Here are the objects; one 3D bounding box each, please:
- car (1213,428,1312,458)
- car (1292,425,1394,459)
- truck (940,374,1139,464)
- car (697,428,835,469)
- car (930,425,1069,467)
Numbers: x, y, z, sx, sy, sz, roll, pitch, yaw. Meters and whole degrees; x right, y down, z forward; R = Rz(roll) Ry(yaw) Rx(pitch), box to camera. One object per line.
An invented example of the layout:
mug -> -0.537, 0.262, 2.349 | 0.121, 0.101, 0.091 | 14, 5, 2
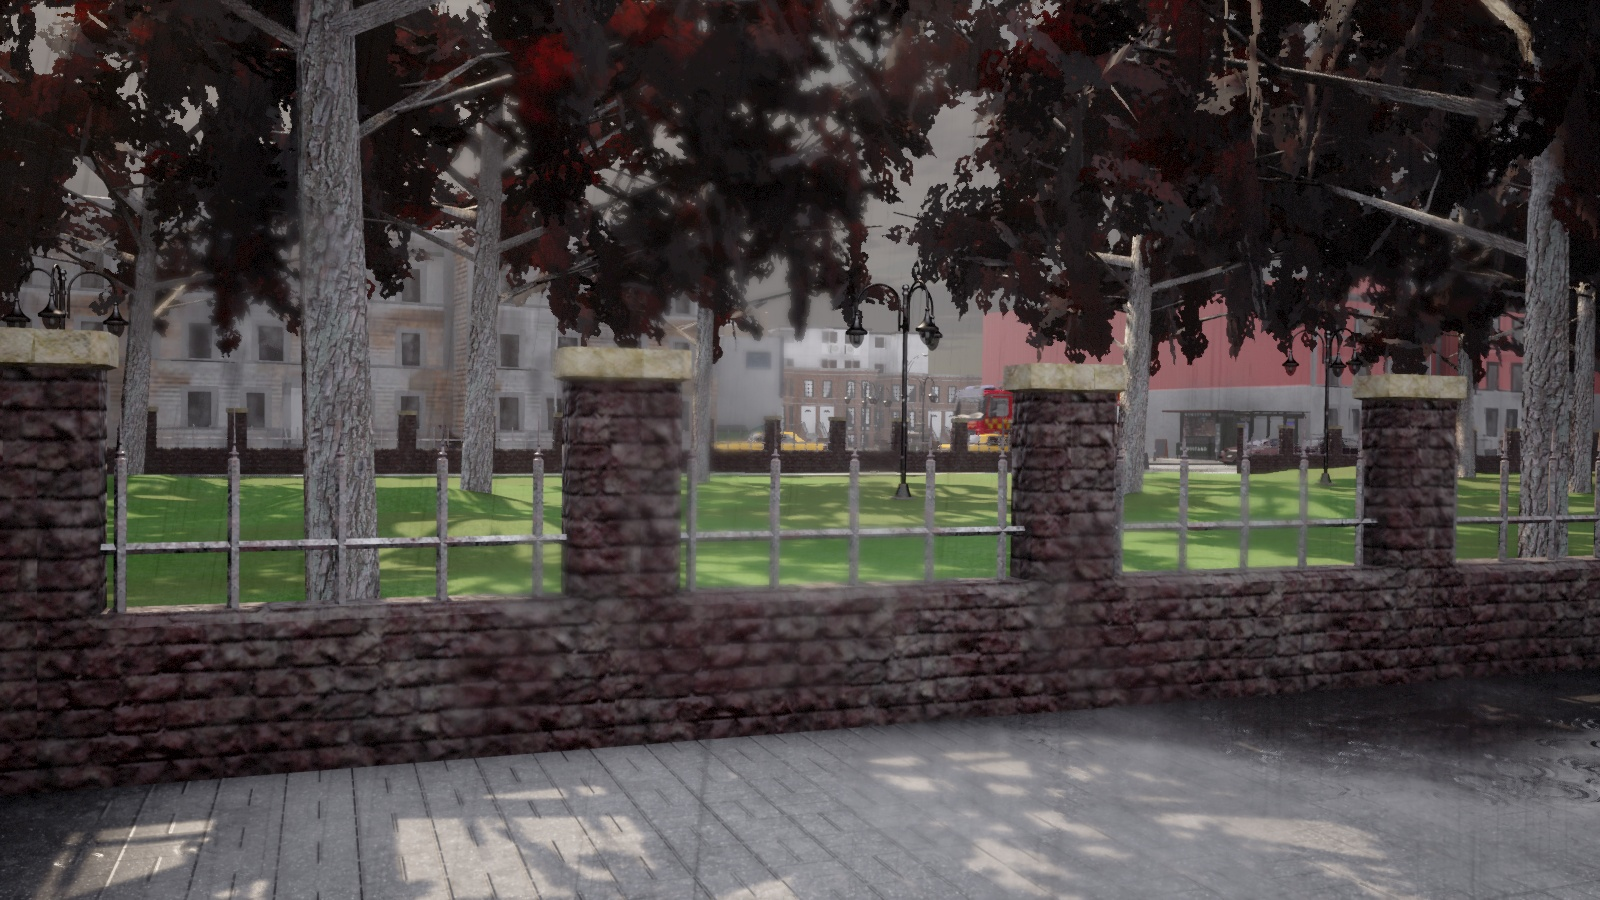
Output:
car -> 22.325, -0.366, 60.643 | 4.181, 1.385, 1.994 | -1, 1, -22
car -> 24.773, -0.388, 57.283 | 4.193, 1.474, 1.816 | -1, 1, -21
truck -> 10.761, -1.398, 56.246 | 8.468, 3.827, 2.891 | -1, 1, -21
car -> -1.394, -0.090, 51.657 | 5.366, 1.575, 1.801 | -1, 1, -21
car -> 8.116, -0.180, 50.983 | 5.366, 1.575, 1.801 | -1, 1, -21
